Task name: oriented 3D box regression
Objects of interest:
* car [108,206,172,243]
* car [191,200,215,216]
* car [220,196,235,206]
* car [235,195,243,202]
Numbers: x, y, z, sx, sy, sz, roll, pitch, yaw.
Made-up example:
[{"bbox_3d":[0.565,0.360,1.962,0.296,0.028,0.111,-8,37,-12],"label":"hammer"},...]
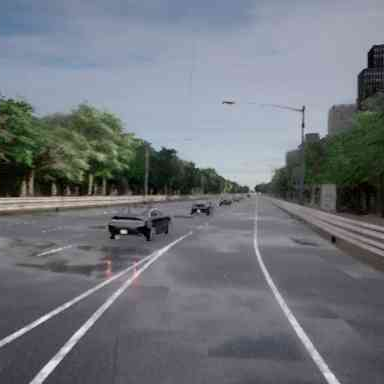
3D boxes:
[{"bbox_3d":[-2.314,1.420,15.903,2.128,1.511,4.902,2,0,11],"label":"car"},{"bbox_3d":[1.113,1.542,33.574,1.837,1.490,4.892,2,0,11],"label":"car"},{"bbox_3d":[6.067,1.703,59.096,1.837,1.490,4.892,2,0,11],"label":"car"},{"bbox_3d":[11.338,1.750,86.233,2.097,1.767,4.553,2,0,11],"label":"car"}]
